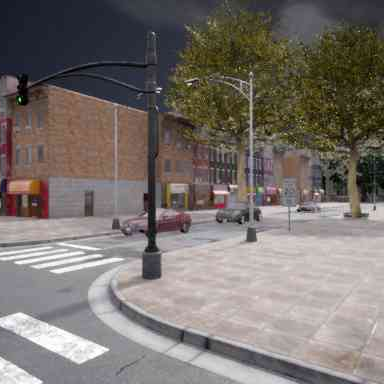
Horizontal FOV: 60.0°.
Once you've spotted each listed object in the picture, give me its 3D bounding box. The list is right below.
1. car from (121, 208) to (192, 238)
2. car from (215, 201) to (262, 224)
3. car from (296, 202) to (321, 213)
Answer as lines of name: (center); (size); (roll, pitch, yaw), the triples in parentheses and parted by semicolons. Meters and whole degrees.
car: (-1.817, 1.618, 18.419); (1.812, 1.442, 4.674); (0, -1, 35)
car: (3.720, 1.513, 26.051); (2.097, 1.767, 4.553); (0, -1, 36)
car: (14.260, 1.875, 40.517); (1.994, 1.385, 4.181); (0, -1, 36)
